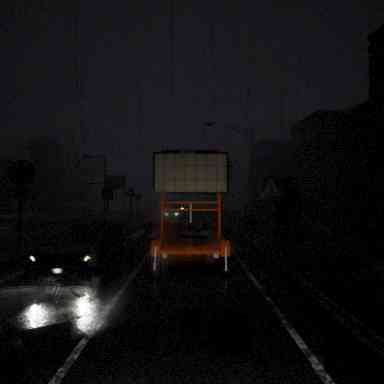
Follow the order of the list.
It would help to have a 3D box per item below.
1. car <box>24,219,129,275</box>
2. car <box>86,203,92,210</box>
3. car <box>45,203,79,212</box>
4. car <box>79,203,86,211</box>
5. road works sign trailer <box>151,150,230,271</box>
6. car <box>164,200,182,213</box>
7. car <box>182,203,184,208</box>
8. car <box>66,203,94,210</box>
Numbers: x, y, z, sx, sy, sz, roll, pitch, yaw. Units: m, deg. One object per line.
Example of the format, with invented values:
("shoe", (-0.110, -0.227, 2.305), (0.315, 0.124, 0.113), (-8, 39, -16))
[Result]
("car", (-3.356, 1.619, 10.958), (2.033, 1.411, 5.357), (0, -1, 0))
("car", (-21.887, 2.706, 61.889), (5.008, 1.535, 2.097), (0, -1, 0))
("car", (-21.895, 2.585, 55.341), (4.674, 1.452, 2.002), (0, -1, 0))
("car", (-21.884, 2.627, 58.617), (4.892, 1.521, 2.231), (0, -1, 0))
("road works sign trailer", (-0.038, 0.451, 10.772), (2.380, 3.560, 2.880), (0, -1, 0))
("car", (-3.283, 2.301, 54.645), (2.150, 2.045, 5.566), (0, -1, 0))
("car", (-3.130, 3.449, 86.422), (1.895, 1.301, 4.718), (0, -1, 0))
("car", (-21.870, 2.823, 65.036), (4.674, 1.452, 2.002), (0, -1, 0))
